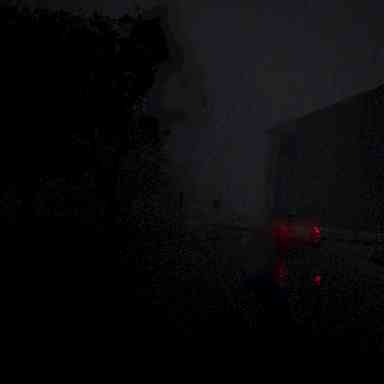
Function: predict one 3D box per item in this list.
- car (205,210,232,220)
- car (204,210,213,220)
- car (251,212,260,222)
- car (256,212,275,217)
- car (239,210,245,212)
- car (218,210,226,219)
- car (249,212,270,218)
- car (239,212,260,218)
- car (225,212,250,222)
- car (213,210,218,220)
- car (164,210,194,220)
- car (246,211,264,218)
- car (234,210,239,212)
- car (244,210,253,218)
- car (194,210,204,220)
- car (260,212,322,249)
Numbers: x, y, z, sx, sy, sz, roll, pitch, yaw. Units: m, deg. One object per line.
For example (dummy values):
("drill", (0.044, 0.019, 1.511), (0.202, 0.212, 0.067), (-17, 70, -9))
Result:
("car", (5.984, 5.114, 74.535), (5.566, 2.045, 2.435), (0, -4, 17))
("car", (0.686, 4.619, 67.379), (5.566, 2.045, 2.435), (0, -4, 16))
("car", (14.050, 5.103, 64.618), (2.128, 1.511, 4.902), (-1, -3, 36))
("car", (20.518, 6.285, 93.302), (5.008, 1.535, 2.097), (-1, -2, 19))
("car", (9.506, 5.676, 79.269), (4.792, 1.488, 2.163), (0, -3, 17))
("car", (3.990, 5.205, 72.187), (5.366, 1.575, 1.946), (0, -3, 16))
("car", (18.484, 6.187, 91.044), (5.366, 1.575, 1.946), (-1, -2, 18))
("car", (14.988, 5.992, 86.319), (5.008, 1.535, 2.097), (-1, -2, 18))
("car", (8.537, 4.880, 61.799), (1.994, 1.385, 4.181), (0, -4, 36))
("car", (2.380, 4.917, 69.775), (4.553, 1.767, 2.185), (0, -4, 16))
("car", (-2.831, 4.523, 62.559), (4.892, 1.521, 2.231), (0, -3, 15))
("car", (16.793, 5.965, 88.677), (4.553, 1.767, 2.185), (-1, -3, 18))
("car", (7.769, 5.386, 76.896), (4.553, 1.767, 2.185), (0, -3, 17))
("car", (11.316, 5.521, 81.641), (5.566, 2.045, 2.435), (0, -2, 17))
("car", (-1.120, 4.445, 64.987), (5.566, 2.045, 2.435), (0, -3, 16))
("car", (5.246, 1.974, 17.904), (2.097, 1.767, 4.553), (1, -3, 2))
